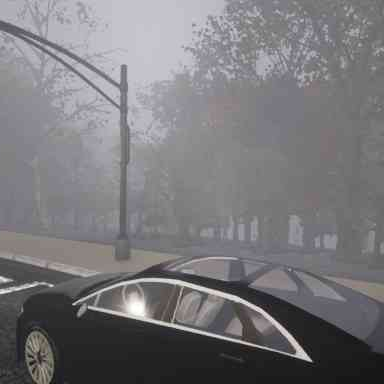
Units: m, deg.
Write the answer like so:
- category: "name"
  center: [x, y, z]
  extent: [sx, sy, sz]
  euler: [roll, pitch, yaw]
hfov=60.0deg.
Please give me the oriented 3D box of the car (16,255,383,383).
- category: "car"
  center: [-0.006, 1.491, 3.705]
  extent: [4.902, 1.511, 2.128]
  euler: [0, 0, 34]
